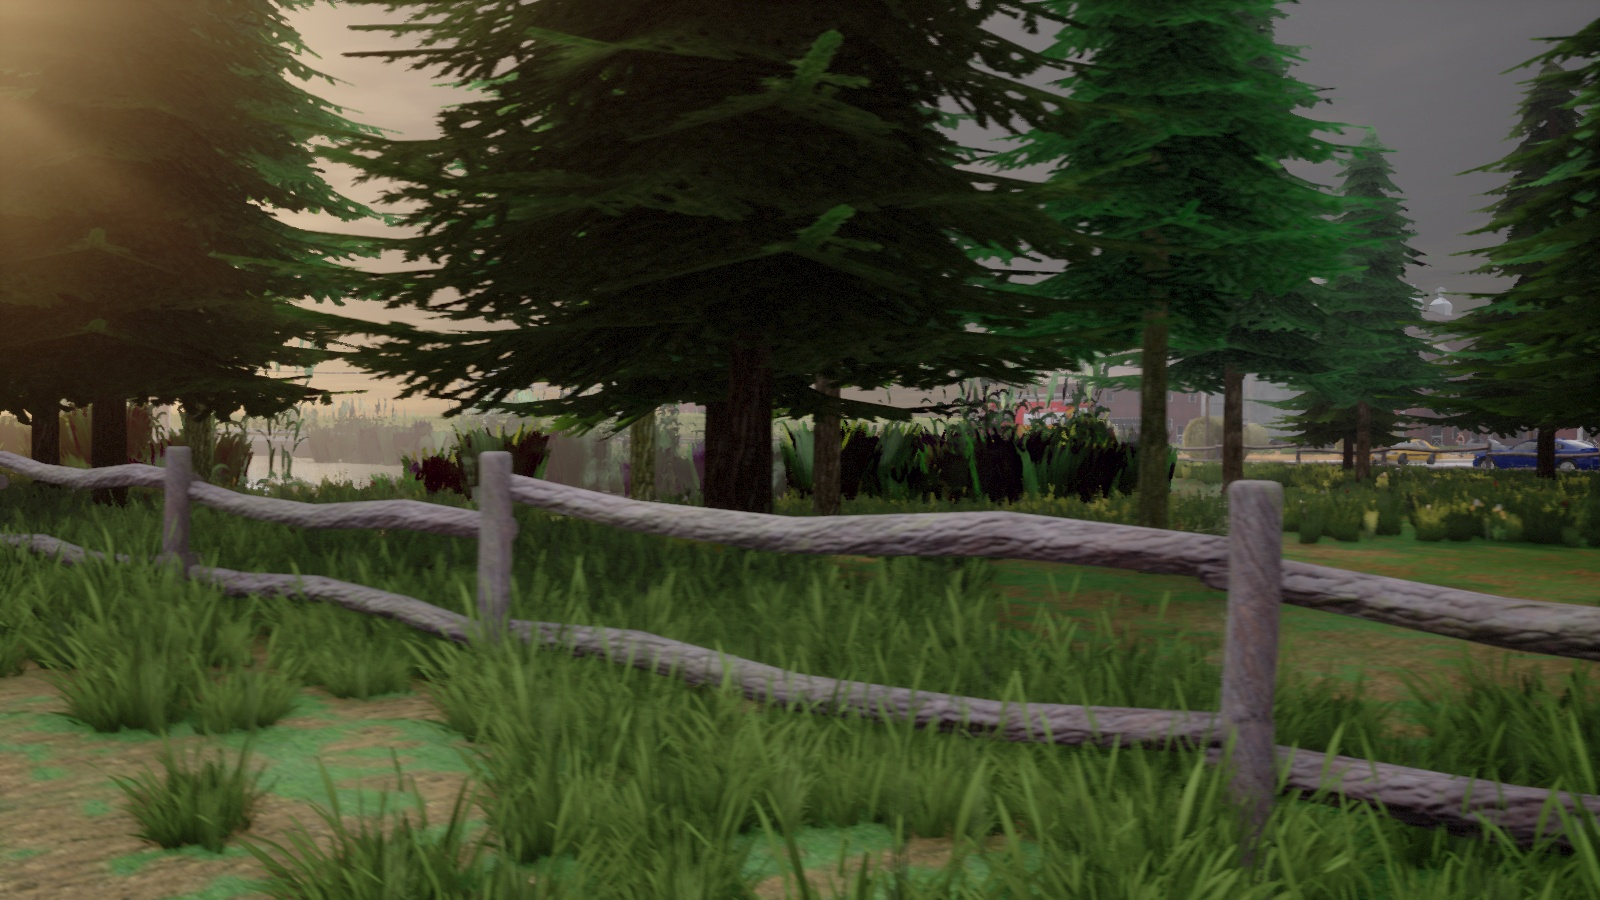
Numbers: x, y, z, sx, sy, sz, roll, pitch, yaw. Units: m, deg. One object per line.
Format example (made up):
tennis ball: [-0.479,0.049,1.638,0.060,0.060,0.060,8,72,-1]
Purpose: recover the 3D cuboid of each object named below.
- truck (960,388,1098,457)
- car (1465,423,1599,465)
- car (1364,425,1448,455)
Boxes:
truck: [13.378,-1.585,74.126,2.891,3.827,8.468,-1,1,-34]
car: [29.022,-0.246,49.132,1.882,1.535,5.008,-1,1,-32]
car: [33.939,-0.578,70.280,5.366,1.575,1.801,-1,1,-35]
